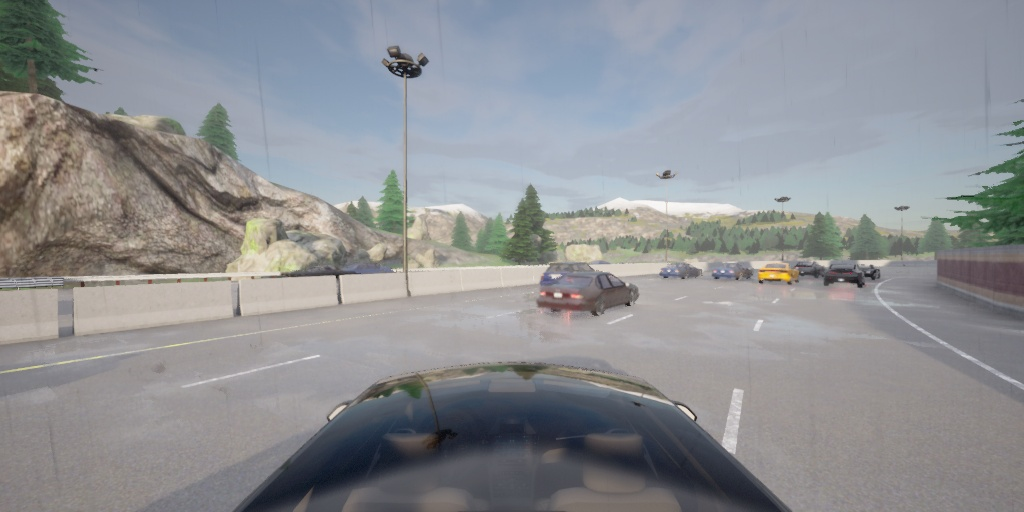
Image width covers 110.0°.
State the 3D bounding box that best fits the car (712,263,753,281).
[{"bbox_3d":[18.710,1.295,30.346,5.357,1.411,2.033,0,0,-42],"label":"car"}]

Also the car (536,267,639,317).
[{"bbox_3d":[3.008,1.297,13.368,2.033,1.411,5.357,0,0,38],"label":"car"}]

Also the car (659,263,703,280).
[{"bbox_3d":[14.949,1.296,31.604,5.357,1.411,2.033,0,0,-43],"label":"car"}]

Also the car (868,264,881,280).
[{"bbox_3d":[30.344,1.350,31.028,4.718,1.301,1.895,0,0,-39],"label":"car"}]

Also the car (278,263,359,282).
[{"bbox_3d":[-14.020,1.350,25.947,1.895,1.301,4.718,0,0,38],"label":"car"}]

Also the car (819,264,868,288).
[{"bbox_3d":[22.427,1.254,24.169,4.892,1.490,1.837,0,0,-43],"label":"car"}]

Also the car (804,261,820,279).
[{"bbox_3d":[27.584,1.240,33.275,4.902,1.511,2.128,0,0,-39],"label":"car"}]

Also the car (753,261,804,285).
[{"bbox_3d":[19.667,1.227,26.372,5.008,1.535,1.882,0,0,-44],"label":"car"}]

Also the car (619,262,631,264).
[{"bbox_3d":[13.495,1.349,44.623,4.718,1.301,1.895,0,0,-40],"label":"car"}]

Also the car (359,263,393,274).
[{"bbox_3d":[-13.469,1.296,32.252,2.033,1.411,5.357,0,0,40],"label":"car"}]

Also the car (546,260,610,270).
[{"bbox_3d":[3.454,1.102,19.396,2.097,1.767,4.553,0,0,39],"label":"car"}]
